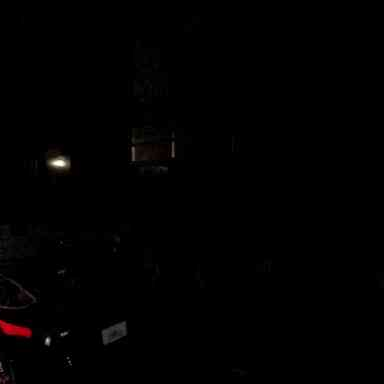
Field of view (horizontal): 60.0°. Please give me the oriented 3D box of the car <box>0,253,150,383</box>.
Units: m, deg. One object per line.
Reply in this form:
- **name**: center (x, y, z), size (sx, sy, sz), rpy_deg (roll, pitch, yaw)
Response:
- **car**: center (-2.517, 1.608, 4.899), size (4.313, 1.339, 1.947), rpy_deg (-1, 0, 37)
